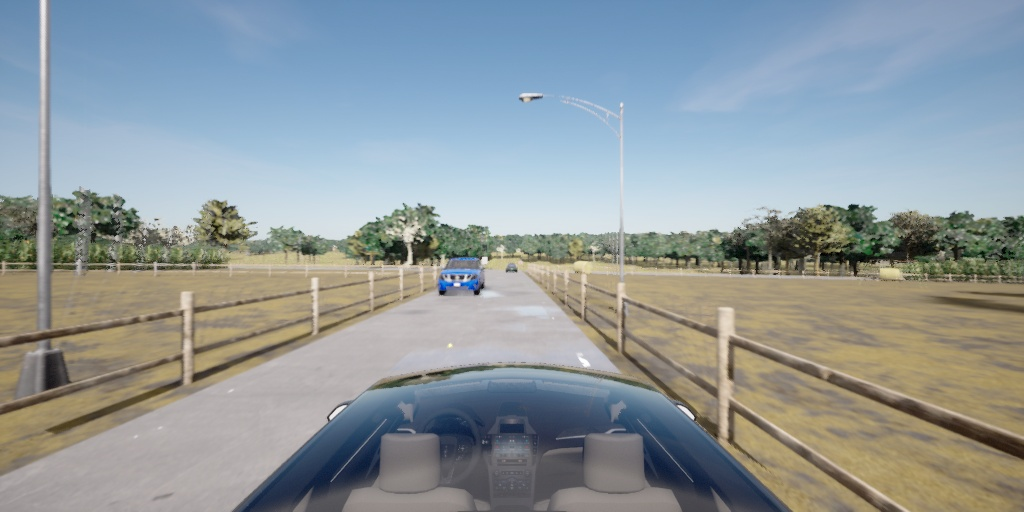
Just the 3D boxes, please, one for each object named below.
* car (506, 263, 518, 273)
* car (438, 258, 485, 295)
[{"bbox_3d":[-0.033,2.039,58.792,1.994,1.385,4.181,0,-2,0],"label":"car"},{"bbox_3d":[-2.761,1.102,20.753,2.150,2.045,5.566,0,0,0],"label":"car"}]
